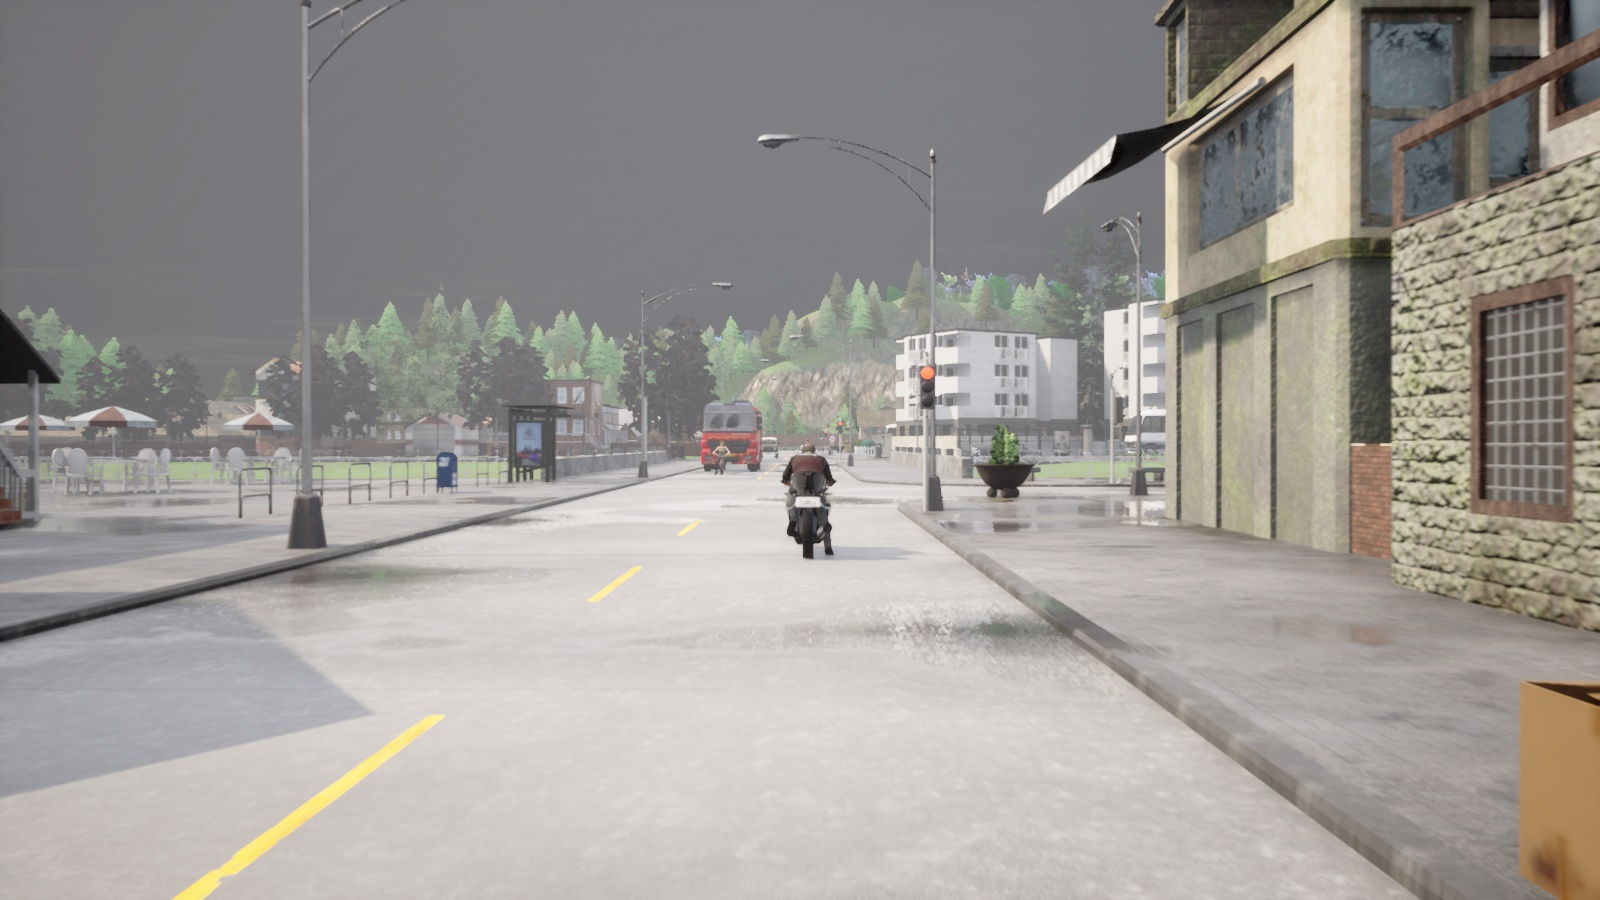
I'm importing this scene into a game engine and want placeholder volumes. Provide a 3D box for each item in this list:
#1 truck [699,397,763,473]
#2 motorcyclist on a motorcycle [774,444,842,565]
[{"bbox_3d":[-3.600,-0.802,67.568,2.891,3.827,8.468,0,0,0],"label":"truck"},{"bbox_3d":[0.112,0.686,16.967,0.866,1.530,2.191,0,0,1],"label":"motorcyclist on a motorcycle"}]
